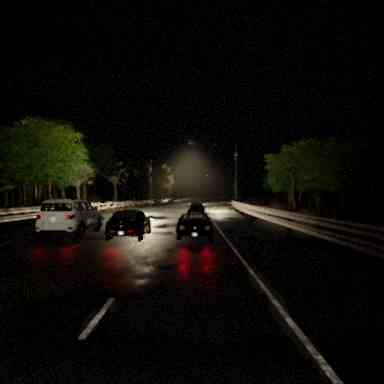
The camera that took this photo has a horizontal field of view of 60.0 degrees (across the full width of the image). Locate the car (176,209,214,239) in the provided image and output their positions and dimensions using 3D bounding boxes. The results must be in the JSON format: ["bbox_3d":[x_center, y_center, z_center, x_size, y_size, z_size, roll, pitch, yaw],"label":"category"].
[{"bbox_3d":[0.136,1.823,18.596,1.895,1.301,4.718,0,-1,0],"label":"car"}]

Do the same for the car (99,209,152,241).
[{"bbox_3d":[-3.359,1.718,18.169,1.837,1.490,4.892,0,-1,0],"label":"car"}]

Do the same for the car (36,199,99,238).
[{"bbox_3d":[-6.855,1.441,19.124,2.150,2.045,5.566,0,-1,0],"label":"car"}]

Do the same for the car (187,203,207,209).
[{"bbox_3d":[0.518,1.937,36.441,1.837,1.490,4.892,0,-1,3],"label":"car"}]
